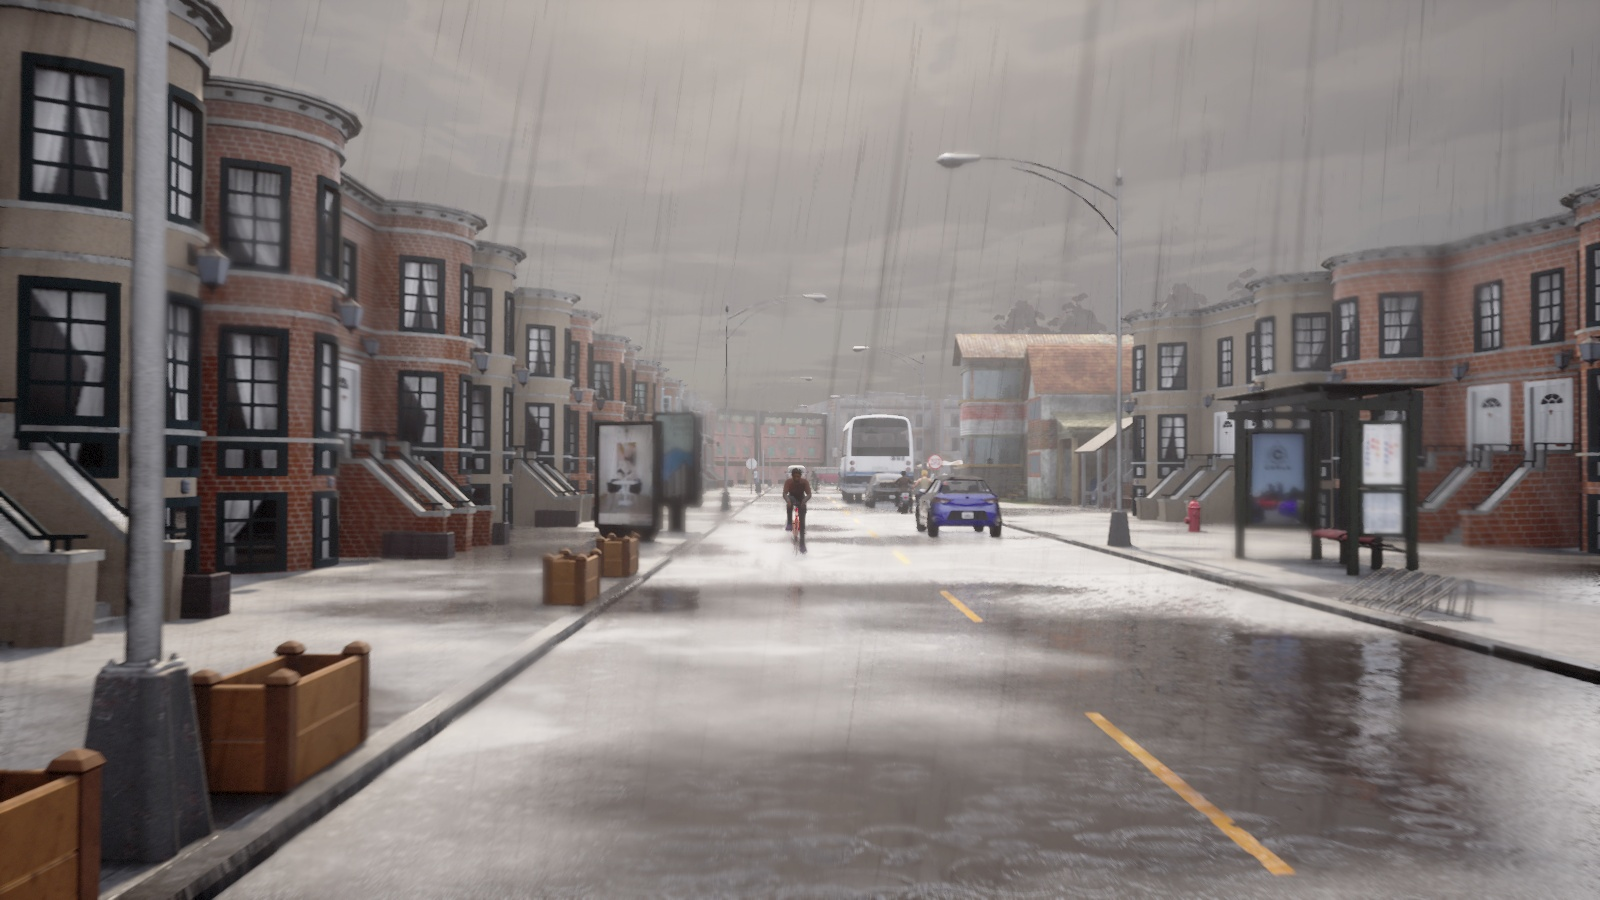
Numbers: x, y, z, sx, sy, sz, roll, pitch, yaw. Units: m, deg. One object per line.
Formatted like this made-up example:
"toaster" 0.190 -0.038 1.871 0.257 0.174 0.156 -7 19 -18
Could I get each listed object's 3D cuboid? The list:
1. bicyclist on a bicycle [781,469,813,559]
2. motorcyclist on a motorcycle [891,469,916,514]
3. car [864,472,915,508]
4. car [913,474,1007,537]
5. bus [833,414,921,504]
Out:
"bicyclist on a bicycle" -0.056 1.160 23.428 0.582 1.620 1.656 0 -1 0
"motorcyclist on a motorcycle" 3.889 1.542 47.348 0.766 1.649 2.350 0 -1 0
"car" 3.872 1.726 55.084 1.837 1.490 4.892 0 -1 0
"car" 3.926 1.339 31.487 1.816 1.474 4.193 0 -1 0
"bus" 3.832 0.514 65.177 3.944 4.253 10.273 0 -1 0
